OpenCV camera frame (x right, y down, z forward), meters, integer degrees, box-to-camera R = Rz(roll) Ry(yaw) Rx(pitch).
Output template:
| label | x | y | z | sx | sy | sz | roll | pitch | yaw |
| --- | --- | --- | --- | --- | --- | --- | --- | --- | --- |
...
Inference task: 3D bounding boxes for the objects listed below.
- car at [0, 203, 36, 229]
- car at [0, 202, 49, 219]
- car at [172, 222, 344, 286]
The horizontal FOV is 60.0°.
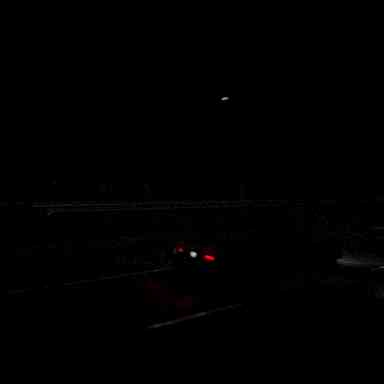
| label | x | y | z | sx | sy | sz | roll | pitch | yaw |
| --- | --- | --- | --- | --- | --- | --- | --- | --- | --- |
| car | -12.612 | 1.480 | 20.775 | 4.902 | 1.511 | 2.128 | 0 | 0 | -35 |
| car | -9.109 | 1.342 | 14.676 | 4.553 | 1.767 | 2.097 | 0 | 0 | -35 |
| car | 2.081 | 1.574 | 9.510 | 5.357 | 1.411 | 2.033 | 0 | 0 | -35 |
